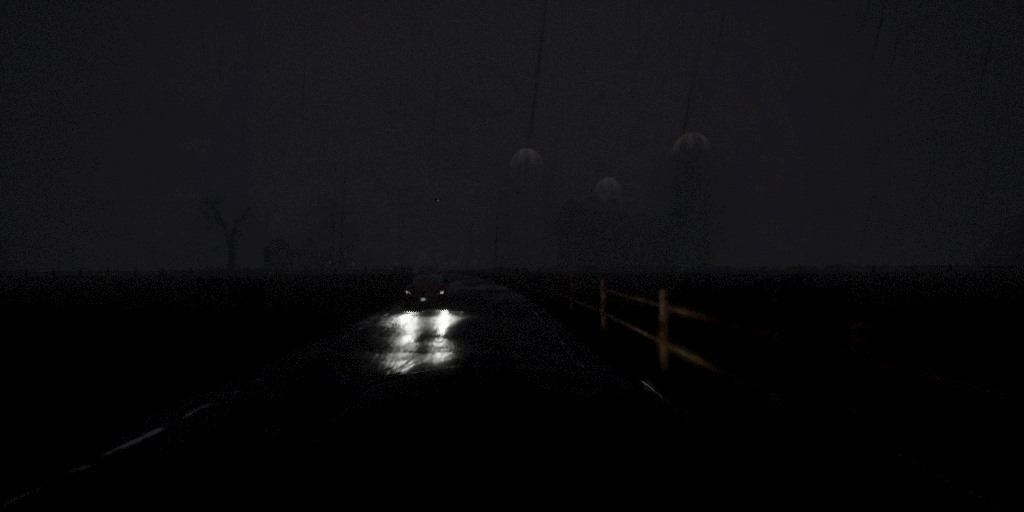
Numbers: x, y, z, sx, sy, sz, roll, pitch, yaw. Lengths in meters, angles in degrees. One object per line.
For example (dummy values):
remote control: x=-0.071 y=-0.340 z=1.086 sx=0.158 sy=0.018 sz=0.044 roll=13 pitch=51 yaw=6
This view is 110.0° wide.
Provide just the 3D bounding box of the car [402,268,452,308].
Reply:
car: x=-3.769 y=1.480 z=16.572 sx=1.812 sy=1.442 sz=4.674 roll=0 pitch=-1 yaw=-6

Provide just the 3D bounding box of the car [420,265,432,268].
car: x=-13.409 y=2.105 z=55.825 sx=2.033 sy=1.411 sz=5.357 roll=0 pitch=-1 yaw=-21
